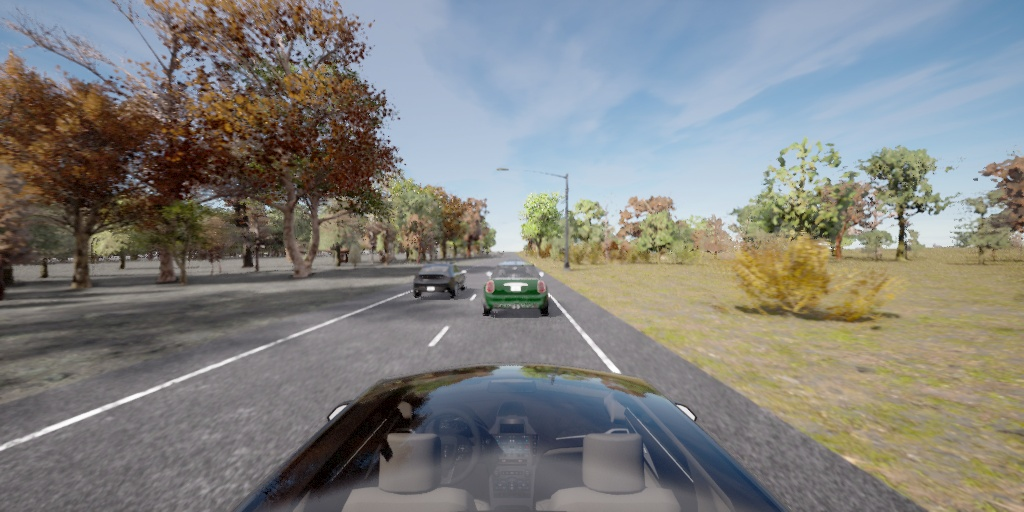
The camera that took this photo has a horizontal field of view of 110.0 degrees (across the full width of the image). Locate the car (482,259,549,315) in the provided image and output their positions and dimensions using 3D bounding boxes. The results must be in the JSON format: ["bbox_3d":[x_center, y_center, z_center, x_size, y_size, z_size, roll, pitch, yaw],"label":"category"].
[{"bbox_3d":[0.120,0.980,13.021,2.097,1.767,4.553,0,1,0],"label":"car"}]

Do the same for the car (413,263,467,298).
[{"bbox_3d":[-3.368,1.084,17.315,1.837,1.490,4.892,0,1,0],"label":"car"}]
